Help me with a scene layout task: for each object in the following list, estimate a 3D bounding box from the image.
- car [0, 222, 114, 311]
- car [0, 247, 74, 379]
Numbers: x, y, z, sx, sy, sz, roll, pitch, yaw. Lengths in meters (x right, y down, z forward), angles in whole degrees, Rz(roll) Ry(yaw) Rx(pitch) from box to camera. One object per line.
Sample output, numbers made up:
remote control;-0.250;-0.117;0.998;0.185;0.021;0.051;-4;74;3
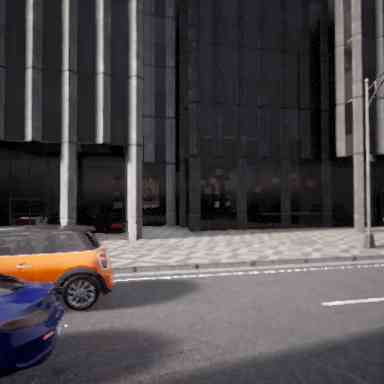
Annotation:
car;-4.049;1.545;7.344;4.553;1.767;2.097;0;-1;-13
car;-4.041;1.639;4.003;4.674;1.442;1.812;0;-1;-13
